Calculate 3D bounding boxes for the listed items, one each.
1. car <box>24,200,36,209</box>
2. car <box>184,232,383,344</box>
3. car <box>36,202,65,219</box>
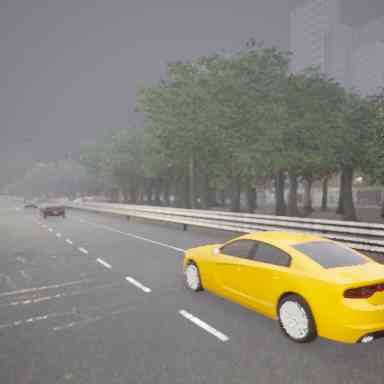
[{"bbox_3d":[-25.672,1.975,52.988,2.033,1.411,5.357,0,-1,-28],"label":"car"},{"bbox_3d":[1.632,1.553,6.793,1.882,1.535,5.008,1,-1,-31],"label":"car"},{"bbox_3d":[-13.810,1.751,32.749,1.882,1.535,5.008,1,-1,-31],"label":"car"}]
